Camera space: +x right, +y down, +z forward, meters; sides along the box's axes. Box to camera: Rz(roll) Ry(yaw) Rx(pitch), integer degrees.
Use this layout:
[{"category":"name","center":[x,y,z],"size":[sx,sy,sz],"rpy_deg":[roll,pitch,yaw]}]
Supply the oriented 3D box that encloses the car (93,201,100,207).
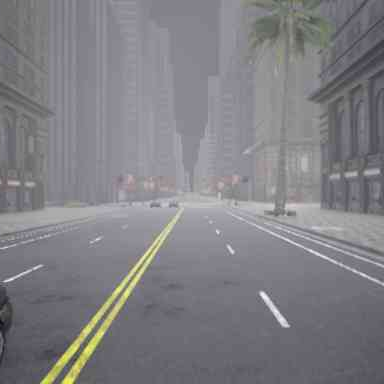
[{"category":"car","center":[-24.005,2.700,78.015],"size":[4.507,1.381,1.887],"rpy_deg":[-1,0,0]}]

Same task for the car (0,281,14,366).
[{"category":"car","center":[-3.351,1.561,2.801],"size":[1.812,1.442,4.674],"rpy_deg":[0,-1,0]}]

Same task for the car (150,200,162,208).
[{"category":"car","center":[-6.523,2.230,60.715],"size":[2.033,1.411,5.357],"rpy_deg":[0,-1,0]}]

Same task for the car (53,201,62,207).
[{"category":"car","center":[-29.095,2.540,78.029],"size":[5.009,1.841,2.192],"rpy_deg":[-1,0,0]}]

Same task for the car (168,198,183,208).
[{"category":"car","center":[-3.273,2.229,60.623],"size":[2.033,1.411,5.357],"rpy_deg":[0,-1,0]}]

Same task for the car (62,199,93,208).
[{"category":"car","center":[-23.862,2.622,69.487],"size":[4.829,1.417,1.752],"rpy_deg":[-1,0,0]}]

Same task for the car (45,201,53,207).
[{"category":"car","center":[-34.179,2.877,78.045],"size":[4.206,1.307,1.802],"rpy_deg":[-1,0,0]}]
